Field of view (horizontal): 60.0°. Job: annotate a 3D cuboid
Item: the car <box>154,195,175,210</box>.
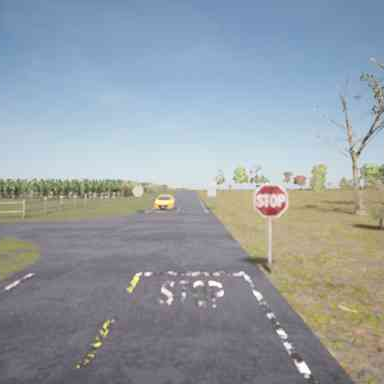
[{"bbox_3d":[-2.737,1.047,34.065,1.882,1.535,5.008,0,2,0],"label":"car"}]
